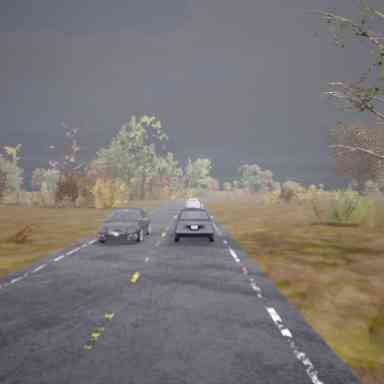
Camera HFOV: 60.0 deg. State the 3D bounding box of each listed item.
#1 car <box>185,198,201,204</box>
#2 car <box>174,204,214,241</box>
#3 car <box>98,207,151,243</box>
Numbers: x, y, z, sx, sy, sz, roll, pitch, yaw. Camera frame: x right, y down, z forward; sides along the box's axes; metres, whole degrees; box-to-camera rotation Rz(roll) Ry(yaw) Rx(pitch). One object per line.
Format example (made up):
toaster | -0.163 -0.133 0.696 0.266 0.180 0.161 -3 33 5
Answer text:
car | 0.095 1.525 40.950 1.812 1.442 4.674 0 0 0
car | 0.097 1.547 16.634 2.033 1.411 5.357 0 0 0
car | -3.096 1.505 16.042 1.837 1.490 4.892 0 0 0
